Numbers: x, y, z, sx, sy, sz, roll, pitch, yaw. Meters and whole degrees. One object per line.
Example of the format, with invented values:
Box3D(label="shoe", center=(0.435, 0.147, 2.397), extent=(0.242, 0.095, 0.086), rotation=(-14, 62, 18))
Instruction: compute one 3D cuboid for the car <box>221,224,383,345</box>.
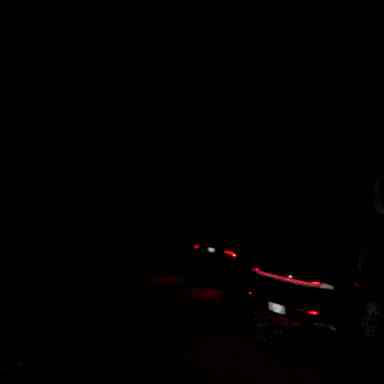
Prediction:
Box3D(label="car", center=(3.118, 1.492, 6.445), extent=(4.902, 1.511, 2.128), rotation=(0, 0, -39))

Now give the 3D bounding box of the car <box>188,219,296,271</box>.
Box3D(label="car", center=(2.380, 1.547, 10.234), extent=(5.357, 1.411, 2.033), rotation=(0, 0, -41))
